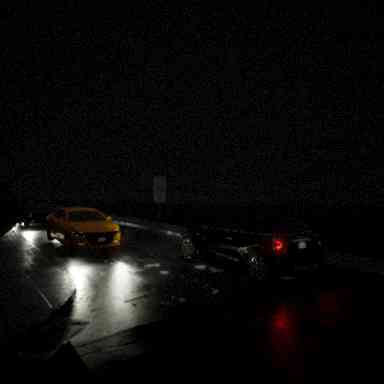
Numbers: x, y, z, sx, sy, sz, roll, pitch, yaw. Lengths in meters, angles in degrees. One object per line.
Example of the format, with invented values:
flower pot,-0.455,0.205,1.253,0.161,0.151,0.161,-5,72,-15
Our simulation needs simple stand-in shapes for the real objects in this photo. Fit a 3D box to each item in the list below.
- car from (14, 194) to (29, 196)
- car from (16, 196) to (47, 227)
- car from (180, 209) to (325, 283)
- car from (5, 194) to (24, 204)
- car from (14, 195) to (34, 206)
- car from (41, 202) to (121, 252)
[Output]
car,-15.747,1.205,29.753,2.128,1.511,4.902,1,0,-35
car,-10.010,1.283,21.473,1.882,1.535,5.008,1,0,-35
car,1.533,1.333,10.018,2.097,1.767,4.553,1,0,-35
car,-28.460,1.045,53.211,2.033,1.411,5.357,1,0,-35
car,-22.869,1.117,45.157,1.812,1.442,4.674,1,0,-35
car,-4.569,1.368,13.629,1.882,1.535,5.008,1,0,-35
